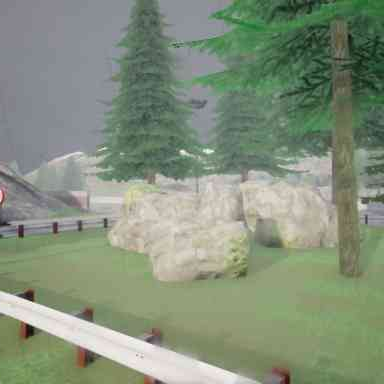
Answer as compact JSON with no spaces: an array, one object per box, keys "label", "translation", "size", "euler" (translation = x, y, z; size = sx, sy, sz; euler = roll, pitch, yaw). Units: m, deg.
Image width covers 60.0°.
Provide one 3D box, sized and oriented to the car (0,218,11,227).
[{"label":"car","translation":[-11.078,1.358,15.255],"size":[5.357,1.411,2.033],"euler":[0,0,11]}]
